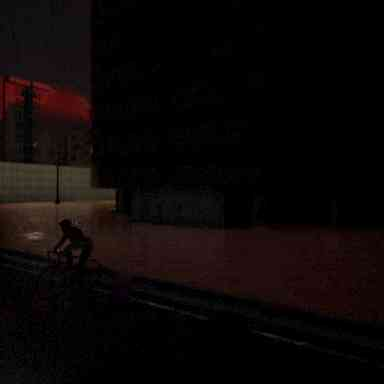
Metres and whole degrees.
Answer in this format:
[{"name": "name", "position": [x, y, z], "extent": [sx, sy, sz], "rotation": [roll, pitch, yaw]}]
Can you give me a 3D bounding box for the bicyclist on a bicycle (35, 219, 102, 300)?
[{"name": "bicyclist on a bicycle", "position": [-2.621, 1.419, 7.248], "extent": [0.582, 1.620, 1.656], "rotation": [0, 0, 36]}]
